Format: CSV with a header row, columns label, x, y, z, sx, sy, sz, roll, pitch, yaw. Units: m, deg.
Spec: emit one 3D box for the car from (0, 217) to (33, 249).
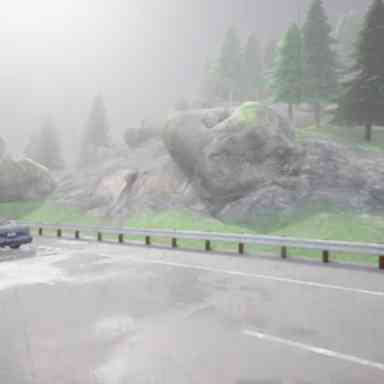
label,x,y,z,sx,sy,sz,roll,pitch,yaw
car,-8.970,1.688,13.960,5.357,1.411,2.033,-1,0,32
